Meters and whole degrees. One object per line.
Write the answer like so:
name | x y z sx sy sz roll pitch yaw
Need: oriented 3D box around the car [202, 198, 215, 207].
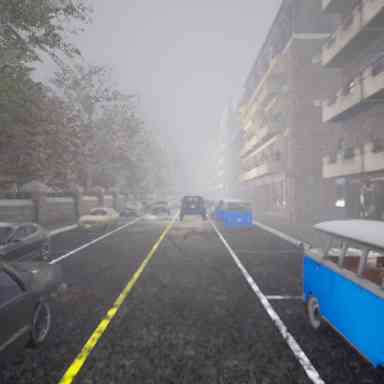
car | 2.669 1.652 53.959 1.947 1.339 4.313 1 0 0

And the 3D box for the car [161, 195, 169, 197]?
car | -5.713 1.661 59.479 1.947 1.339 4.313 1 0 0

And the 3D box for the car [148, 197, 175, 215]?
car | -3.112 1.560 34.631 1.837 1.490 4.892 0 0 0

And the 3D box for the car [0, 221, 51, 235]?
car | -5.684 1.582 9.768 1.947 1.339 4.313 1 0 0

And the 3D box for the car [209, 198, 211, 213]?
car | 2.684 1.576 32.036 1.752 1.417 4.829 1 0 0

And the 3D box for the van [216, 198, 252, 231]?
van | 2.694 1.374 20.820 1.690 1.788 3.998 1 0 0

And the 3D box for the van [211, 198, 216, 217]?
van | 2.690 1.383 26.343 1.690 1.788 3.998 1 0 0

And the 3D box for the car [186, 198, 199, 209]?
car | 0.071 1.600 46.820 1.812 1.442 4.674 0 0 0

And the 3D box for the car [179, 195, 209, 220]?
car | 0.083 1.266 28.931 2.150 2.045 5.566 0 0 0

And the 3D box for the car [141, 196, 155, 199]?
car | -5.699 1.383 42.909 2.192 1.841 5.009 1 0 0

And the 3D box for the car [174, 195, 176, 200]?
car | -5.730 1.684 87.096 1.887 1.381 4.507 1 0 0

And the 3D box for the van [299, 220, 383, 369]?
van | 2.704 1.348 4.249 1.690 1.788 3.998 1 0 0

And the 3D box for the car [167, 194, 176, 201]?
car | -5.729 1.463 92.619 2.192 1.841 5.009 1 0 0

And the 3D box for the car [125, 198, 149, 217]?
car | -5.697 1.602 31.861 2.008 1.369 4.403 1 0 0

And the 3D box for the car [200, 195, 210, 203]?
car | 2.662 1.552 70.531 1.967 1.590 4.097 1 0 0

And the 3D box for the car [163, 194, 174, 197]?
car | -5.715 1.427 70.526 2.192 1.841 5.009 1 0 0

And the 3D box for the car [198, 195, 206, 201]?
car | 2.652 1.579 87.101 1.967 1.590 4.097 1 0 0

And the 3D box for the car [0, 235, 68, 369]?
car | -3.096 1.554 3.584 2.033 1.411 5.357 0 0 0

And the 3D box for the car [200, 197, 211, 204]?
car | 2.663 1.669 65.008 1.947 1.339 4.313 1 0 0

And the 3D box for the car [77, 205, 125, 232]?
car | -5.690 1.559 20.645 1.752 1.417 4.829 1 0 0
